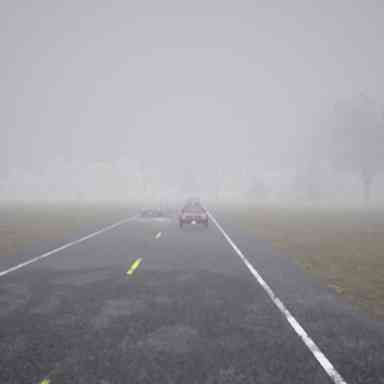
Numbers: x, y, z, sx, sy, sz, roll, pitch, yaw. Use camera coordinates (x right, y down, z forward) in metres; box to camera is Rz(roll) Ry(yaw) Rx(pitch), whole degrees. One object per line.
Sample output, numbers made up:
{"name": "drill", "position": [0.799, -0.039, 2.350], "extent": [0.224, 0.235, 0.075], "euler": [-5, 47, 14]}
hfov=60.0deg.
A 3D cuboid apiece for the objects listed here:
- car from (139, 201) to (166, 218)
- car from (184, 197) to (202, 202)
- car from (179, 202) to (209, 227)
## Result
{"name": "car", "position": [-3.582, 1.549, 31.053], "extent": [1.812, 1.442, 4.674], "euler": [0, 0, 0]}
{"name": "car", "position": [0.118, 1.382, 41.520], "extent": [2.097, 1.767, 4.553], "euler": [0, 0, 0]}
{"name": "car", "position": [0.111, 1.618, 22.931], "extent": [1.895, 1.301, 4.718], "euler": [0, 0, 0]}
